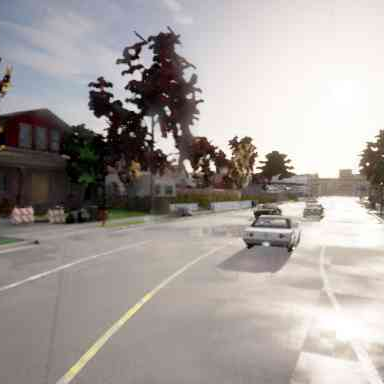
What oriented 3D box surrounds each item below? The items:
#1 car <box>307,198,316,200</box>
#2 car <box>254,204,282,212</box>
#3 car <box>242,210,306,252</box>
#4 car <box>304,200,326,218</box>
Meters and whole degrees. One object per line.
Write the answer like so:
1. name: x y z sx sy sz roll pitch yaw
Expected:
1. car: 24.611 1.976 68.650 2.097 1.767 4.553 1 0 25
2. car: 7.180 1.834 31.232 1.895 1.301 4.718 1 0 25
3. car: 3.685 1.702 14.624 1.895 1.301 4.718 1 0 23
4. car: 12.401 1.861 33.720 2.033 1.411 5.357 1 0 25
